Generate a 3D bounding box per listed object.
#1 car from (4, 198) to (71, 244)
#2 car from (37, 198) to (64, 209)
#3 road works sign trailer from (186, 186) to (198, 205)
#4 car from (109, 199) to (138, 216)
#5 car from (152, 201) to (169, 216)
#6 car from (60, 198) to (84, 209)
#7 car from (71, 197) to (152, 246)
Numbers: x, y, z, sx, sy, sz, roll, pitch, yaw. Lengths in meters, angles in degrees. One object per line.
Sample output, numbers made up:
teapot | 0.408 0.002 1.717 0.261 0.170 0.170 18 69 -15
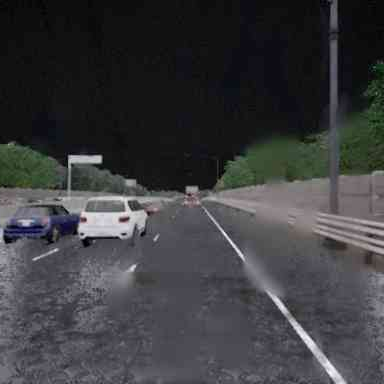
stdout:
car | -6.901 1.355 15.960 2.097 1.767 4.553 0 0 0
car | -21.061 1.613 49.648 1.837 1.490 4.892 0 0 0
road works sign trailer | 0.002 0.636 61.408 2.380 3.560 2.880 0 0 0
car | -6.901 1.521 34.058 1.882 1.535 5.008 0 0 0
car | -3.401 1.604 33.260 1.994 1.385 4.181 0 0 0
car | -17.569 1.668 48.789 1.994 1.385 4.181 0 0 0
car | -3.401 1.223 15.296 2.150 2.045 5.566 0 0 0
